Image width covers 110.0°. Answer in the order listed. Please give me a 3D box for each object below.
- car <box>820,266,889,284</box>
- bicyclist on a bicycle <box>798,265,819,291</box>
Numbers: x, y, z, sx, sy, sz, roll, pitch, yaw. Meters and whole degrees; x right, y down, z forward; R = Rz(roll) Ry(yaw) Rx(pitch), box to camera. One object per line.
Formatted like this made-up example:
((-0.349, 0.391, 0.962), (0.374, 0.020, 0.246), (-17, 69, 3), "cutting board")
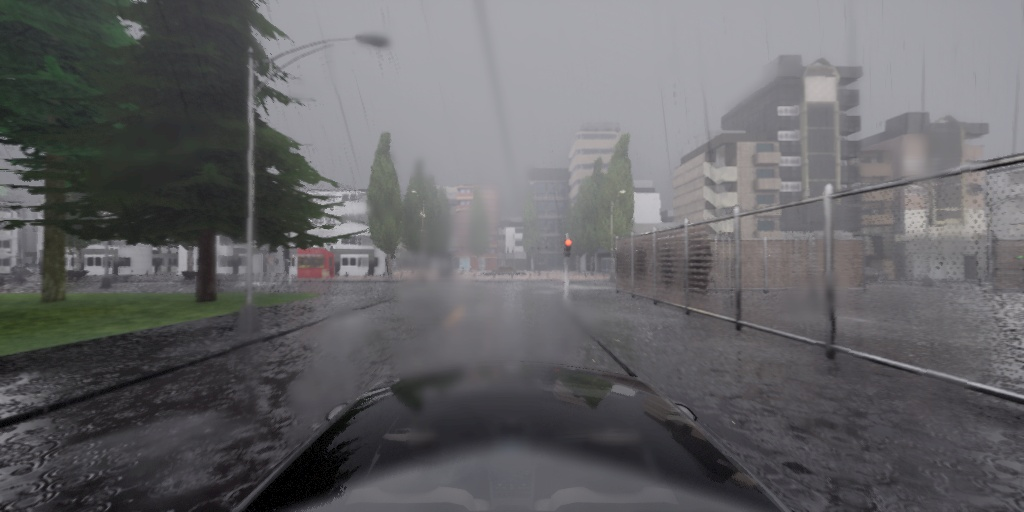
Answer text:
((29.295, 1.638, 30.720), (4.892, 1.490, 1.837), (0, -1, 0), "car")
((18.463, 1.366, 22.345), (0.582, 1.620, 1.656), (1, -1, 0), "bicyclist on a bicycle")
